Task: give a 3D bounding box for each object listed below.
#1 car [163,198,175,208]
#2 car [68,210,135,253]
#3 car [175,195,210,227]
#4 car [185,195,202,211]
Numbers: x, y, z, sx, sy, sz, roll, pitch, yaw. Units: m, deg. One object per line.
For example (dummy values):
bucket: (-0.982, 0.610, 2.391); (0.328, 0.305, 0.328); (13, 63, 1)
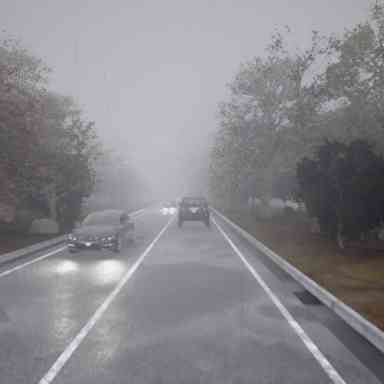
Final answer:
car: (-3.478, 1.654, 52.193); (2.128, 1.511, 4.902); (0, 0, 1)
car: (-3.577, 1.555, 13.903); (1.837, 1.490, 4.892); (0, 0, 0)
car: (0.132, 1.315, 24.030); (2.150, 2.045, 5.566); (0, 0, 0)
car: (0.142, 1.378, 44.613); (2.150, 2.045, 5.566); (0, 0, 0)
